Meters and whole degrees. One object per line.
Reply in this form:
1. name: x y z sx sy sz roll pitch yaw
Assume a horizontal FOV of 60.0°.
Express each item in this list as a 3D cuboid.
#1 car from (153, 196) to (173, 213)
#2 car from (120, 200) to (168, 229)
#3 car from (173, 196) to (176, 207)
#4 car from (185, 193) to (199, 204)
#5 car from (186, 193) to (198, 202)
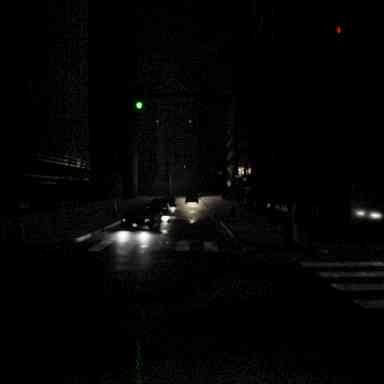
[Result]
1. car: -3.093 1.345 31.776 1.837 1.490 4.892 0 1 0
2. car: -3.074 1.473 21.445 2.033 1.411 5.357 0 0 4
3. car: -3.072 1.240 44.892 2.033 1.411 5.357 0 1 0
4. car: -0.005 0.958 51.770 2.097 1.767 4.553 0 1 0
5. car: -0.006 0.973 61.803 2.128 1.511 4.902 0 1 0
